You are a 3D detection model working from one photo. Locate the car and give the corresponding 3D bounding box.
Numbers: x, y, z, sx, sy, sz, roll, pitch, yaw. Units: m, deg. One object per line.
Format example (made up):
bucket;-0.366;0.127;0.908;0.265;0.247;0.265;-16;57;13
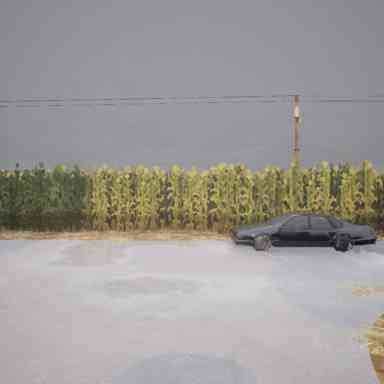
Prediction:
car;4.270;1.534;13.148;5.357;1.411;2.033;0;0;1
